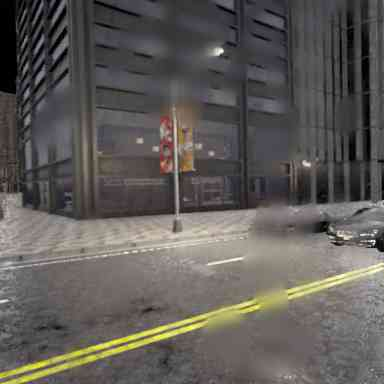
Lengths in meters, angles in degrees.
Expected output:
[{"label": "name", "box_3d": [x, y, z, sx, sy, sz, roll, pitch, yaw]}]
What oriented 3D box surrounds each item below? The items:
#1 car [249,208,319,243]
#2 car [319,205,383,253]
[{"label": "car", "box_3d": [4.801, 1.407, 15.082, 4.718, 1.301, 1.895, -1, 1, -35]}, {"label": "car", "box_3d": [7.288, 1.299, 12.861, 4.892, 1.490, 1.837, -1, 1, -35]}]
